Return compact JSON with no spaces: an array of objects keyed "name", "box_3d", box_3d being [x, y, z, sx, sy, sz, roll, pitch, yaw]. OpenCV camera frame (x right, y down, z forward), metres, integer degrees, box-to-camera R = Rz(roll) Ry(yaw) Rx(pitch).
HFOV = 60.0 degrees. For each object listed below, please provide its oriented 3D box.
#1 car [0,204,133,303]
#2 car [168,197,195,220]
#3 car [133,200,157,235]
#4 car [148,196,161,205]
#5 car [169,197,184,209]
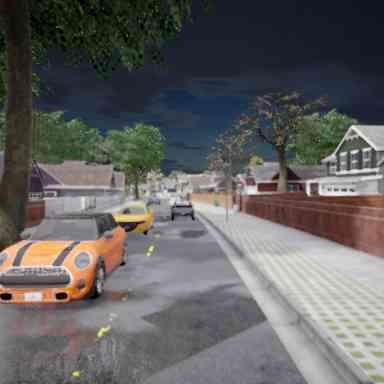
[{"name":"car","box_3d":[-2.973,1.335,8.376,2.097,1.767,4.553,0,0,-1]},{"name":"car","box_3d":[-0.792,1.408,27.161,2.128,1.511,4.902,0,0,-3]},{"name":"car","box_3d":[-3.238,1.429,18.734,1.882,1.535,5.008,0,0,-2]},{"name":"car","box_3d":[-5.875,1.398,52.230,1.994,1.385,4.181,0,0,-6]},{"name":"car","box_3d":[-2.142,1.379,44.408,1.812,1.442,4.674,0,0,-5]}]
